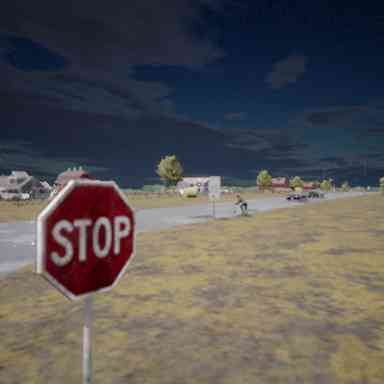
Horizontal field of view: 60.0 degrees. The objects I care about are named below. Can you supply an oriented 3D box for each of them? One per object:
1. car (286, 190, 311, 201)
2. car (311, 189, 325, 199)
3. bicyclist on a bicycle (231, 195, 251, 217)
[{"bbox_3d":[15.238,0.617,48.093,1.895,1.301,4.718,1,2,35],"label":"car"},{"bbox_3d":[21.032,0.332,56.265,1.837,1.490,4.892,1,2,35],"label":"car"},{"bbox_3d":[3.656,1.077,25.003,1.656,1.620,0.582,-1,1,35],"label":"bicyclist on a bicycle"}]
